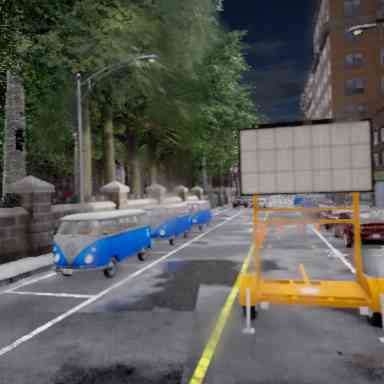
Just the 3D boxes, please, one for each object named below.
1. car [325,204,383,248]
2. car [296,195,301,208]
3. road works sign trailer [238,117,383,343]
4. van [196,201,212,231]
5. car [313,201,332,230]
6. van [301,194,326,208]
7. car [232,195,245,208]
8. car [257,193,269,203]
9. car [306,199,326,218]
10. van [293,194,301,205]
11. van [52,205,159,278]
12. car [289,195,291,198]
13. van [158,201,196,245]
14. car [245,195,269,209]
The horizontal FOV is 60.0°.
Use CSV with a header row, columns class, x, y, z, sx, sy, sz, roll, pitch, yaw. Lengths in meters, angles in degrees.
class,x,y,z,sx,sy,sz,roll,pitch,yaw
car,7.033,1.412,13.861,1.887,1.381,4.507,-2,0,14
car,12.621,1.358,35.802,1.887,1.381,4.507,-2,0,14
road works sign trailer,2.168,0.438,6.464,2.380,3.560,2.880,-2,0,14
van,0.159,1.466,21.425,1.690,1.788,3.998,-2,0,14
car,8.431,1.437,19.346,1.802,1.307,4.206,-2,0,14
van,11.217,1.170,30.318,1.690,1.788,3.998,-2,0,14
car,7.141,1.366,48.839,2.192,1.841,5.009,-2,0,14
car,13.609,1.187,63.432,2.097,1.767,4.553,-2,0,14
car,9.828,1.424,24.832,1.802,1.307,4.206,-2,0,14
van,15.409,1.122,46.774,1.690,1.788,3.998,-2,0,14
van,-2.634,1.489,10.459,1.690,1.788,3.998,-2,0,14
car,16.813,1.329,52.258,1.947,1.339,4.313,-2,0,14
van,-1.238,1.478,15.942,1.690,1.788,3.998,-2,0,14
car,8.956,1.199,45.536,2.150,2.045,5.566,-2,0,14
